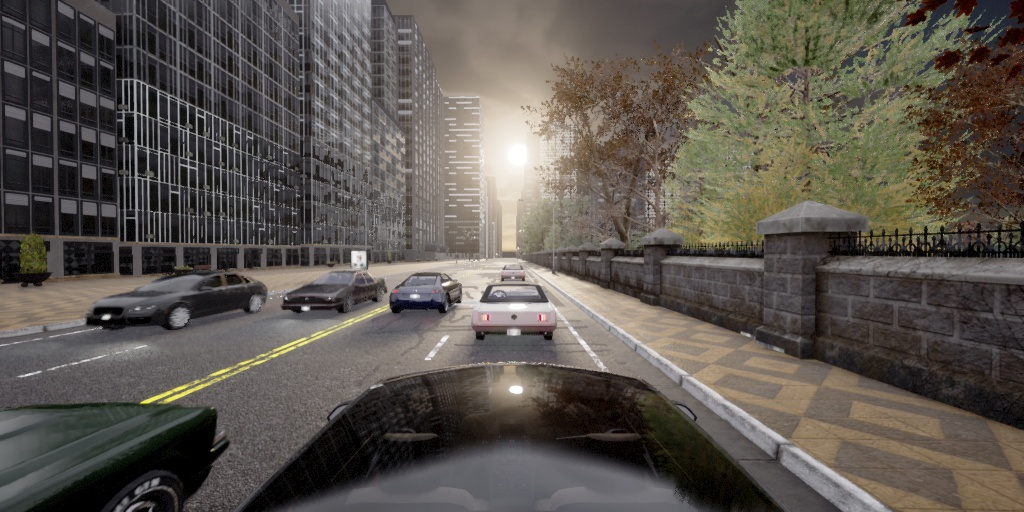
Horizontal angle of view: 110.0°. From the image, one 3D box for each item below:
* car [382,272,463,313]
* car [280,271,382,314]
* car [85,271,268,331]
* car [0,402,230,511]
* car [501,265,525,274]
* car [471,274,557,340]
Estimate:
[{"bbox_3d":[-3.164,1.311,13.918,1.994,1.385,4.181,0,0,2],"label":"car"},{"bbox_3d":[-6.598,1.295,14.120,2.033,1.411,5.357,0,0,0],"label":"car"},{"bbox_3d":[-9.847,1.254,11.131,1.837,1.490,4.892,0,0,0],"label":"car"},{"bbox_3d":[-3.150,1.350,0.643,1.895,1.301,4.718,0,0,0],"label":"car"},{"bbox_3d":[0.089,1.350,29.295,1.895,1.301,4.718,0,0,0],"label":"car"},{"bbox_3d":[0.061,1.349,9.921,1.895,1.301,4.718,0,0,0],"label":"car"}]
